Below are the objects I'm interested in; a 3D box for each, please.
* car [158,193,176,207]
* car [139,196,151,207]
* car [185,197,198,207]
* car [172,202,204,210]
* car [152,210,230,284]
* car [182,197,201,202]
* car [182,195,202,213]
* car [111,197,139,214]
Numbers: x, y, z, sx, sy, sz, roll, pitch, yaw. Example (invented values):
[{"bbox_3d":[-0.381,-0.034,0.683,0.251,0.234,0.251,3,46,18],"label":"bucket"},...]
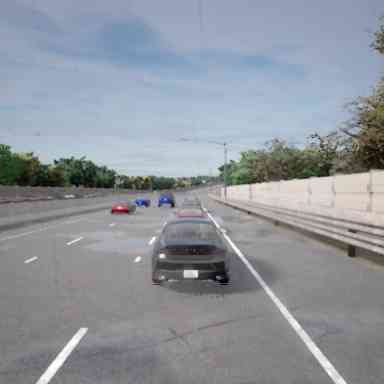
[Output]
[{"bbox_3d":[-3.581,1.119,47.780,2.150,2.045,5.566,0,-1,0],"label":"car"},{"bbox_3d":[-7.081,1.382,47.809,1.882,1.535,5.008,0,0,0],"label":"car"},{"bbox_3d":[-0.088,1.427,48.867,1.812,1.442,4.674,0,0,0],"label":"car"},{"bbox_3d":[-0.070,1.489,18.354,1.812,1.442,4.674,0,0,0],"label":"car"},{"bbox_3d":[-0.034,1.485,9.471,1.837,1.490,4.892,0,0,0],"label":"car"},{"bbox_3d":[-0.100,1.451,27.302,1.837,1.490,4.892,0,0,0],"label":"car"},{"bbox_3d":[-0.038,1.278,36.822,2.097,1.767,4.553,0,0,0],"label":"car"},{"bbox_3d":[-7.029,1.495,34.343,1.994,1.385,4.181,0,0,0],"label":"car"}]
